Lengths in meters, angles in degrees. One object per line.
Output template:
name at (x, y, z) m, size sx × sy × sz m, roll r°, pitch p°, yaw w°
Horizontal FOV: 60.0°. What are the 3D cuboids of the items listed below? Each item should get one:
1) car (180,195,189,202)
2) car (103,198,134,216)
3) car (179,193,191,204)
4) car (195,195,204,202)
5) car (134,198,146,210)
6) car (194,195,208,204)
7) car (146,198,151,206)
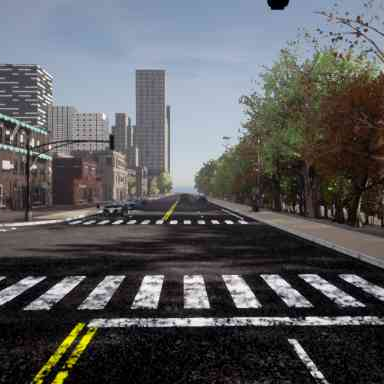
car at (-1.703, 1.448, 74.225) m, size 1.882 × 1.535 × 5.008 m, roll 0°, pitch 0°, yaw -1°
car at (-7.350, 1.481, 32.609) m, size 2.128 × 1.511 × 4.902 m, roll 0°, pitch 0°, yaw -1°
car at (-1.376, 1.197, 63.643) m, size 2.150 × 2.045 × 5.566 m, roll 0°, pitch 0°, yaw -1°
car at (1.555, 1.471, 72.970) m, size 1.837 × 1.490 × 4.892 m, roll 0°, pitch 0°, yaw -1°
car at (-7.604, 1.533, 42.989) m, size 2.033 × 1.411 × 5.357 m, roll 0°, pitch 0°, yaw -2°
car at (1.891, 1.454, 62.864) m, size 1.882 × 1.535 × 5.008 m, roll 0°, pitch 0°, yaw -1°
car at (-7.847, 1.581, 54.190) m, size 1.895 × 1.301 × 4.718 m, roll 0°, pitch 0°, yaw -1°
